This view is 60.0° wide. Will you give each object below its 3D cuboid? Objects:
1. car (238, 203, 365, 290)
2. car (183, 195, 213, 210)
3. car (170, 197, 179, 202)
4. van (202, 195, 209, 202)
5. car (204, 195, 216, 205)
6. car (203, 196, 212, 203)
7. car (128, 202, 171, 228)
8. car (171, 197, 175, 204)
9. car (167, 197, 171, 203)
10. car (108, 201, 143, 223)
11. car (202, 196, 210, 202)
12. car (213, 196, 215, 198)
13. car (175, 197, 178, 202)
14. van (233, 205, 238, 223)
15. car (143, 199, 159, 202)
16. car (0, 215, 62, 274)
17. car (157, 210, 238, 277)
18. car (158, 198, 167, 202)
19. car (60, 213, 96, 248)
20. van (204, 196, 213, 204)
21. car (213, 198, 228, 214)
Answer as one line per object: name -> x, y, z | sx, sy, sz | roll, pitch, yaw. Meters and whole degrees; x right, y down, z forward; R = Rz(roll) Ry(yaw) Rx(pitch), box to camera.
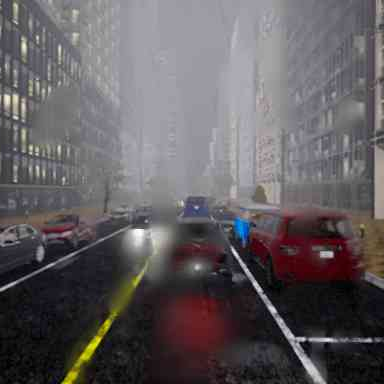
car -> 2.771, 1.367, 9.166 | 2.192, 1.841, 5.009 | 0, 0, 1
car -> 0.414, 1.355, 29.161 | 2.150, 2.045, 5.566 | 0, 0, 1
car -> -4.669, 1.932, 88.829 | 2.008, 1.369, 4.403 | 0, 0, 1
van -> 3.777, 1.777, 94.414 | 1.690, 1.788, 3.998 | 0, 0, 1
car -> 3.442, 1.626, 65.999 | 2.192, 1.841, 5.009 | 0, 0, 1
car -> 3.577, 1.801, 77.364 | 1.967, 1.590, 4.097 | 0, 0, 1
car -> -2.835, 1.659, 22.963 | 1.994, 1.385, 4.181 | 0, 0, 1
car -> -4.939, 1.806, 65.926 | 1.752, 1.417, 4.829 | 0, 0, 1
car -> -5.071, 1.670, 54.730 | 1.967, 1.590, 4.097 | 0, 0, 1
car -> -5.406, 1.652, 26.314 | 2.008, 1.369, 4.403 | 0, 0, 1
car -> 3.710, 1.851, 88.730 | 1.967, 1.590, 4.097 | 0, 0, 1
car -> 3.374, 1.600, 60.315 | 2.192, 1.841, 5.009 | 0, 0, 1
car -> -4.803, 1.898, 77.462 | 1.947, 1.339, 4.313 | 0, 0, 1
van -> 2.839, 1.420, 14.849 | 1.690, 1.788, 3.998 | 0, 0, 1
car -> -5.272, 1.704, 37.680 | 2.008, 1.369, 4.403 | 0, 0, 1
car -> -5.608, 1.574, 9.264 | 2.008, 1.369, 4.403 | 0, 0, 1
car -> 0.172, 1.555, 10.415 | 1.837, 1.490, 4.892 | 0, 0, 1
car -> -5.138, 1.786, 49.046 | 1.802, 1.307, 4.206 | 0, 0, 1
car -> -5.540, 1.631, 14.947 | 1.802, 1.307, 4.206 | 0, 0, 1
van -> 3.509, 1.677, 71.681 | 1.690, 1.788, 3.998 | 0, 0, 1
car -> 3.108, 1.733, 37.581 | 2.008, 1.369, 4.403 | 0, 0, 1
